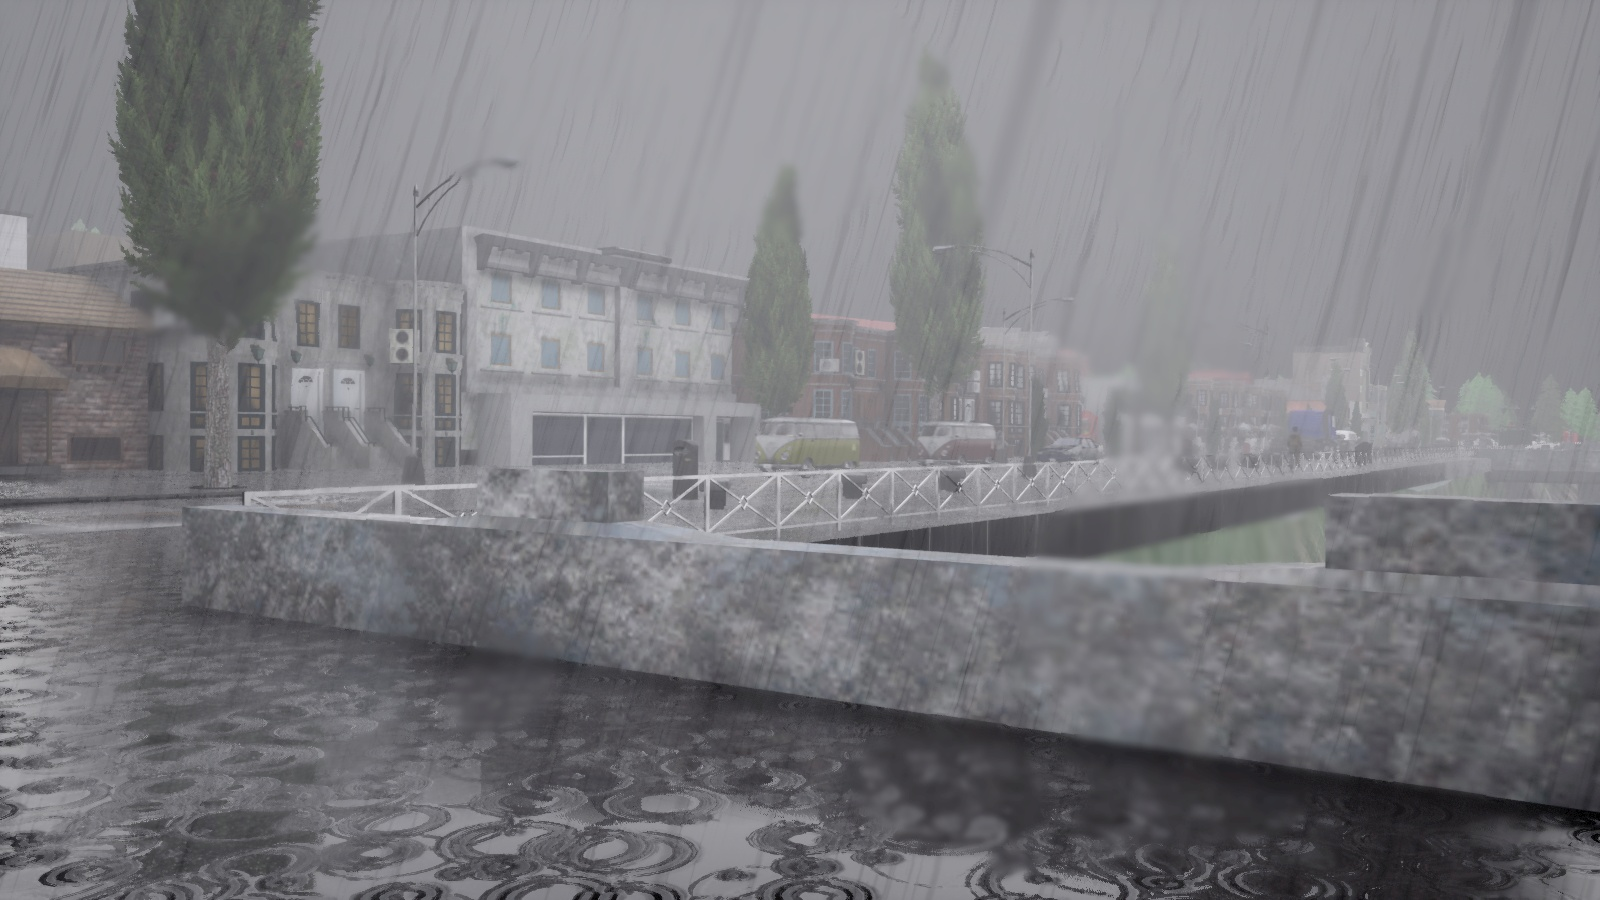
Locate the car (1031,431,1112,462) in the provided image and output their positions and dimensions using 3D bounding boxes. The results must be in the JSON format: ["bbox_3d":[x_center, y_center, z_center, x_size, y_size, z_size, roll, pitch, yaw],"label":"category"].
[{"bbox_3d":[13.361,-0.182,61.529,2.033,1.411,5.357,0,1,34],"label":"car"}]

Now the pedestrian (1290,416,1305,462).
[{"bbox_3d":[20.882,-0.468,52.740,0.396,1.930,0.692,0,1,37],"label":"pedestrian"}]

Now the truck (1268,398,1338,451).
[{"bbox_3d":[34.758,-1.747,86.547,2.891,3.462,7.936,0,1,34],"label":"truck"}]

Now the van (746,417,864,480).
[{"bbox_3d":[0.236,-0.088,41.744,1.775,1.987,4.442,0,1,34],"label":"van"}]

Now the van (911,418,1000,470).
[{"bbox_3d":[6.340,-0.269,50.946,1.775,1.987,4.442,0,1,34],"label":"van"}]
